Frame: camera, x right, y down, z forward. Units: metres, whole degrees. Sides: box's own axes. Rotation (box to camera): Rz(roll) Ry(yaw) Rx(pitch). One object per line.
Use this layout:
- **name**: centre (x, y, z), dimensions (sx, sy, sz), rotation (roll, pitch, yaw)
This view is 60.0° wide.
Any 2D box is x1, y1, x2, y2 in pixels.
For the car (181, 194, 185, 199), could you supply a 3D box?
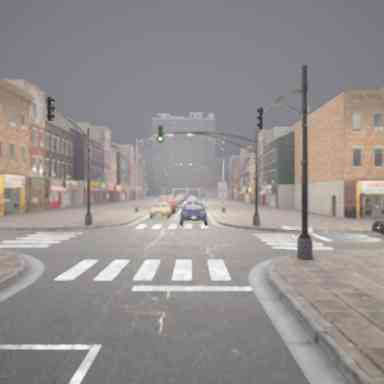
- **car**: centre (-2.611, 1.438, 55.886), dimensions (1.752, 1.417, 4.829), rotation (0, 0, 0)

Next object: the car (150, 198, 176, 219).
- **car**: centre (-2.623, 1.465, 28.666), dimensions (1.752, 1.417, 4.829), rotation (0, 0, 0)

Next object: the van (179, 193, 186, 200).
- **van**: centre (-2.596, 1.231, 88.721), dimensions (1.690, 1.788, 3.998), rotation (0, 0, 0)

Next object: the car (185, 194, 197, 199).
- **car**: centre (0.025, 1.437, 59.511), dimensions (1.812, 1.442, 4.674), rotation (0, 0, 0)

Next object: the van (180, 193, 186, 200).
- **van**: centre (-2.593, 1.224, 94.165), dimensions (1.690, 1.788, 3.998), rotation (0, 0, 0)

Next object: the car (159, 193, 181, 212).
- **car**: centre (-2.619, 1.246, 34.279), dimensions (2.192, 1.841, 5.009), rotation (0, 0, 0)

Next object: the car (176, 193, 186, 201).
- **car**: centre (-2.601, 1.216, 77.833), dimensions (2.192, 1.841, 5.009), rotation (0, 0, 0)

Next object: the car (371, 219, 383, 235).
- **car**: centre (11.580, 1.667, 17.065), dimensions (4.181, 1.385, 1.994), rotation (1, 0, 1)

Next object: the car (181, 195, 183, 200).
- **car**: centre (-2.616, 1.470, 45.168), dimensions (2.008, 1.369, 4.403), rotation (0, 0, 0)

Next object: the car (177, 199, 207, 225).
- **car**: centre (0.109, 1.473, 23.748), dimensions (1.812, 1.442, 4.674), rotation (0, 0, 0)
